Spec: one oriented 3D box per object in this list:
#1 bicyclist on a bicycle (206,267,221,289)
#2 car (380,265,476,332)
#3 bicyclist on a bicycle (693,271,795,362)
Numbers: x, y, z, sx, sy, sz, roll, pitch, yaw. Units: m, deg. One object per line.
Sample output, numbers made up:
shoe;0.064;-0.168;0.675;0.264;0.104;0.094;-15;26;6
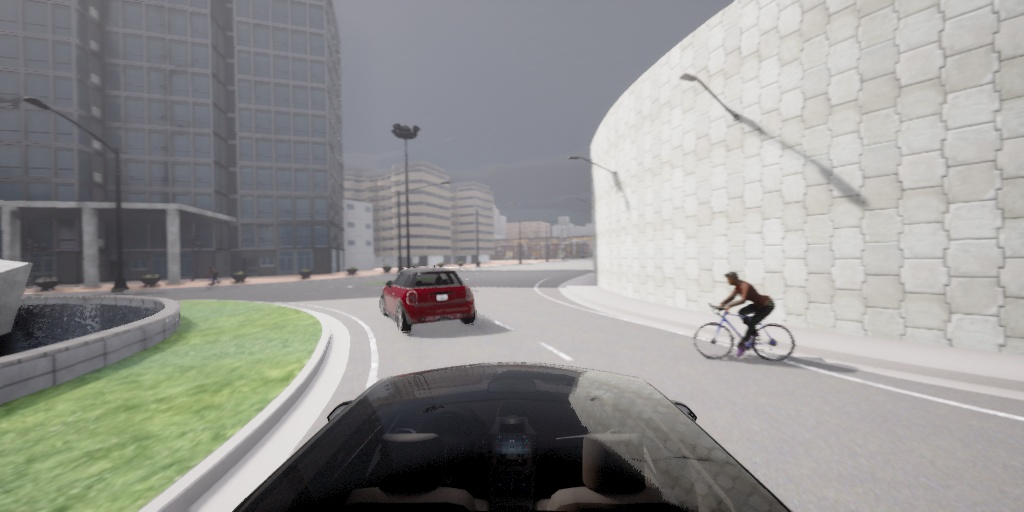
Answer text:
bicyclist on a bicycle;-23.129;1.630;27.715;0.582;1.620;1.656;-1;9;-8
car;-2.860;1.157;11.516;2.097;1.767;4.553;-2;0;-28
bicyclist on a bicycle;4.162;1.096;6.480;1.656;1.620;0.582;-1;0;13
